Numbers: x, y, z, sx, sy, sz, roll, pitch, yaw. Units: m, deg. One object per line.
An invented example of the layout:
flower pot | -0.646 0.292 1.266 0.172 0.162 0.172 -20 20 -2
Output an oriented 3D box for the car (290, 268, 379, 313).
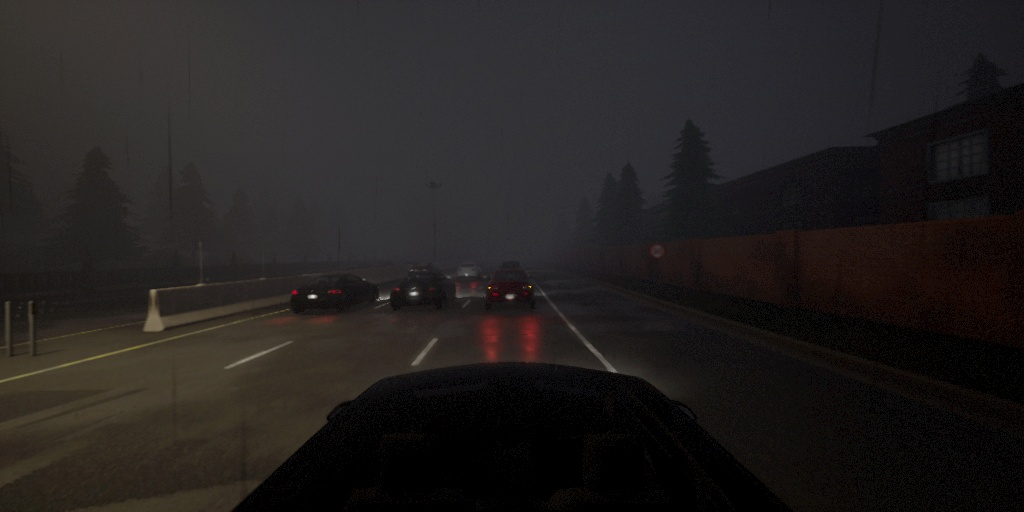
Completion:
car | -7.065 1.405 14.712 1.994 1.385 4.181 -1 0 0

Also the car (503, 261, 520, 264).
car | -0.061 1.147 29.514 1.837 1.490 4.892 -1 1 0

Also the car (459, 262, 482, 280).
car | -3.554 1.233 30.421 1.812 1.442 4.674 -1 0 0

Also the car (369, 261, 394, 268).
car | -17.647 1.420 49.888 1.837 1.490 4.892 -1 0 0

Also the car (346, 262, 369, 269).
car | -21.144 1.535 49.849 2.033 1.411 5.357 -1 0 1

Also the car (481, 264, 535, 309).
car | -0.068 1.226 14.621 1.812 1.442 4.674 -1 0 0

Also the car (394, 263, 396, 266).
car | -14.151 1.393 49.875 2.033 1.411 5.357 -1 0 0

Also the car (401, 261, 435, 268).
car | -7.060 1.275 29.437 2.128 1.511 4.902 -1 0 0

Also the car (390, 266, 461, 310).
car | -3.565 1.333 15.035 1.994 1.385 4.181 -1 0 0
